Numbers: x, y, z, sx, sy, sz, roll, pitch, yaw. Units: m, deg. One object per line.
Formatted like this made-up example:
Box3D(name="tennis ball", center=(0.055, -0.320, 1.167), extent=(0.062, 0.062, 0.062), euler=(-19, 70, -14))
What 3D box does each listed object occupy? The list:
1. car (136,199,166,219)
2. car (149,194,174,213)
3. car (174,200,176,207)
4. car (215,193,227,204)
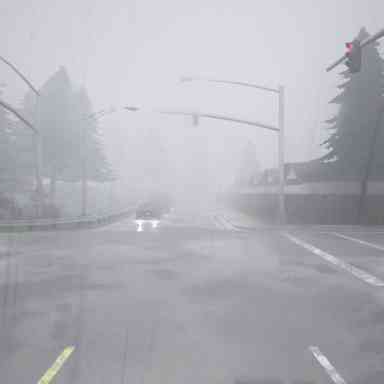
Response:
Box3D(name="car", center=(-3.605, 1.564, 28.825), extent=(1.994, 1.385, 4.181), euler=(0, 0, 0))
Box3D(name="car", center=(-3.607, 1.221, 38.160), extent=(2.150, 2.045, 5.566), euler=(0, 0, 0))
Box3D(name="car", center=(-3.432, 1.503, 48.028), extent=(1.837, 1.490, 4.892), euler=(0, 0, 3))
Box3D(name="car", center=(6.901, 1.206, 60.911), extent=(5.566, 2.045, 2.150), euler=(0, 0, -22))
